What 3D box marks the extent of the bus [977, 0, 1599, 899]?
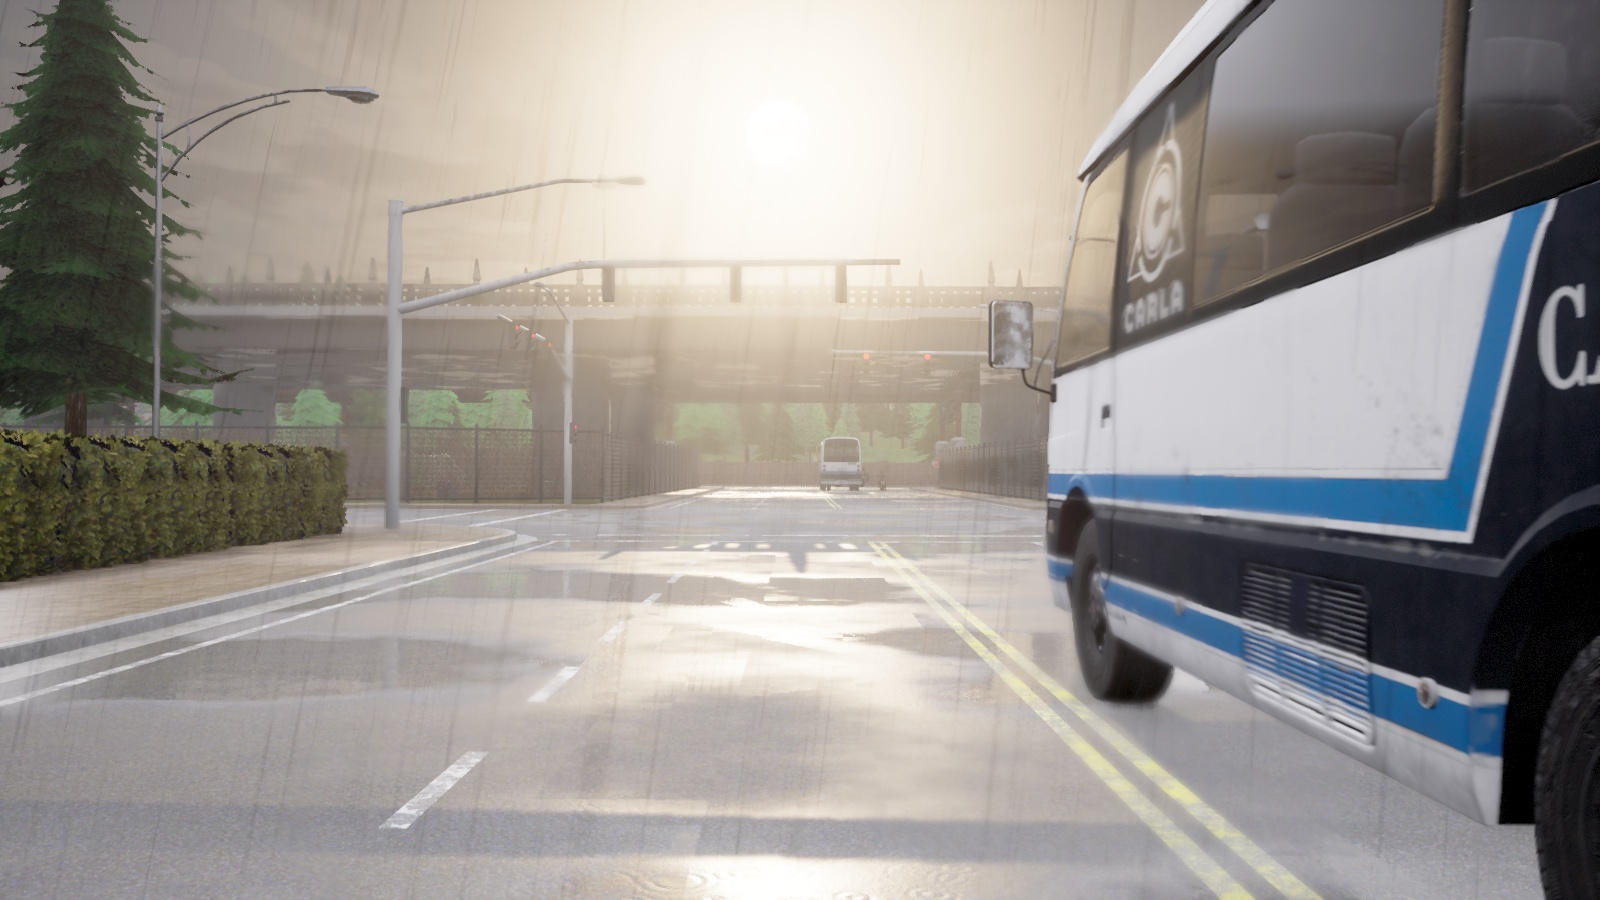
[{"bbox_3d":[3.507,-0.482,5.616,3.944,4.253,10.273,0,-1,0],"label":"bus"}]
